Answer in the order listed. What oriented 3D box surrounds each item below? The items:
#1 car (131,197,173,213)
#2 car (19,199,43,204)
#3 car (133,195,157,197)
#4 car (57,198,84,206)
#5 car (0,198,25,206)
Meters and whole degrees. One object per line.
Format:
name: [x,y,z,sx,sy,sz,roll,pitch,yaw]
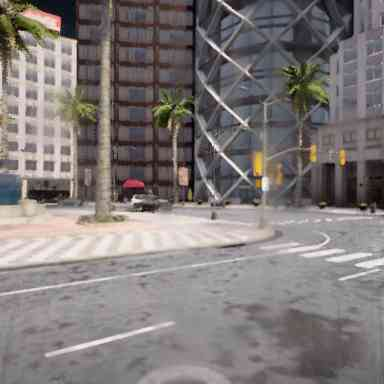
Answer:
car: [-4.571,1.662,40.308,5.008,1.535,1.882,0,-1,32]
car: [-24.393,1.712,49.076,4.718,1.301,1.895,0,0,-4]
car: [-5.670,1.424,45.102,5.566,2.045,2.150,0,-1,27]
car: [-20.366,1.713,55.966,4.181,1.385,1.994,0,0,2]
car: [-30.384,1.633,55.417,4.181,1.385,1.994,0,0,-10]
